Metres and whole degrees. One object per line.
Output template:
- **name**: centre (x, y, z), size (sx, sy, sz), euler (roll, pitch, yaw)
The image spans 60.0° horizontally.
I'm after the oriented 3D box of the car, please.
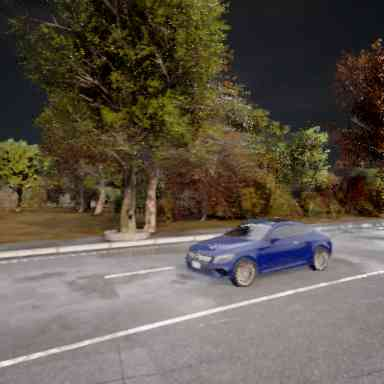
- **car**: centre (2.041, 1.496, 9.315), size (4.674, 1.442, 1.812), euler (0, 0, -34)
